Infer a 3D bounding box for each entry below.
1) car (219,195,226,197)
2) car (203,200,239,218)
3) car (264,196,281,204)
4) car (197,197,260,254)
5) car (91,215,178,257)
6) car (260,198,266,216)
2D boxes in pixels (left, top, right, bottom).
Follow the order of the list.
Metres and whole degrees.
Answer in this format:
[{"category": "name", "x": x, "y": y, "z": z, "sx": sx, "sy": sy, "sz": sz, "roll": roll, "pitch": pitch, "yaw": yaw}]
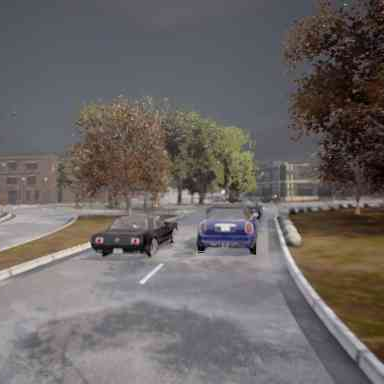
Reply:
[{"category": "car", "x": 8.361, "y": 1.679, "z": 69.604, "sx": 4.181, "sy": 1.385, "sz": 1.994, "roll": -1, "pitch": -1, "yaw": 33}, {"category": "car", "x": 2.667, "y": 1.424, "z": 29.562, "sx": 1.994, "sy": 1.385, "sz": 4.181, "roll": -1, "pitch": 0, "yaw": 22}, {"category": "car", "x": 15.500, "y": 1.520, "z": 66.875, "sx": 1.837, "sy": 1.490, "sz": 4.892, "roll": 0, "pitch": -1, "yaw": -37}, {"category": "car", "x": 1.556, "y": 1.247, "z": 13.334, "sx": 2.097, "sy": 1.767, "sz": 4.553, "roll": -1, "pitch": 0, "yaw": 11}, {"category": "car", "x": -1.899, "y": 1.541, "z": 12.679, "sx": 1.895, "sy": 1.301, "sz": 4.718, "roll": -1, "pitch": 1, "yaw": 11}, {"category": "car", "x": 4.653, "y": 1.432, "z": 26.855, "sx": 1.895, "sy": 1.301, "sz": 4.718, "roll": -1, "pitch": 0, "yaw": 17}]
